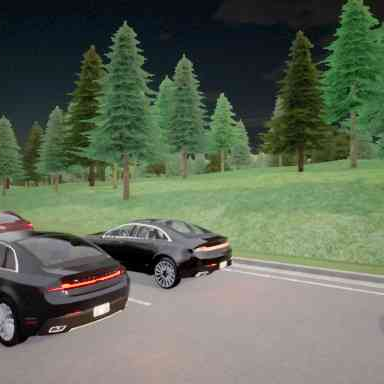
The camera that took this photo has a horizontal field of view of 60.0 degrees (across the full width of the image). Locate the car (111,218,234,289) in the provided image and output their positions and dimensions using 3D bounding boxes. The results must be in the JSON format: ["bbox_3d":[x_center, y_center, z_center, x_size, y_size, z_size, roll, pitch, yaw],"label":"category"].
[{"bbox_3d":[-1.242,1.492,9.197,4.902,1.511,2.128,0,0,35],"label":"car"}]

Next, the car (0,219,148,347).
[{"bbox_3d":[-3.315,1.505,6.373,4.892,1.490,1.837,0,0,36],"label":"car"}]

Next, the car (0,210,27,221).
[{"bbox_3d":[-8.743,1.526,14.567,4.674,1.442,1.812,0,0,36],"label":"car"}]
